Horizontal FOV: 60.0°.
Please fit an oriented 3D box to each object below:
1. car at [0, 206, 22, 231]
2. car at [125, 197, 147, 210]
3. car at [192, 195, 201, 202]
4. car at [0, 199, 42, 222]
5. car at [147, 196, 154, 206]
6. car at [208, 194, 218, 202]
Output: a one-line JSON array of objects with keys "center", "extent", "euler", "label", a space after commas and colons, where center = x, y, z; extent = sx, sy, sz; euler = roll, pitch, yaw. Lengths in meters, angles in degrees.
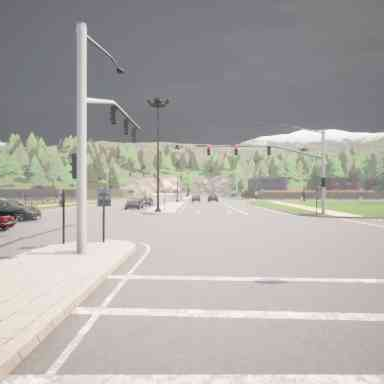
[{"center": [-12.260, 1.601, 18.162], "extent": [4.718, 1.301, 1.895], "euler": [0, 0, 0], "label": "car"}, {"center": [-7.577, 1.526, 44.005], "extent": [1.812, 1.442, 4.674], "euler": [0, 0, 0], "label": "car"}, {"center": [0.866, 1.358, 69.850], "extent": [2.128, 1.511, 4.902], "euler": [0, 0, 1], "label": "car"}, {"center": [-13.885, 1.352, 25.172], "extent": [4.553, 1.767, 2.097], "euler": [0, 0, 0], "label": "car"}, {"center": [-7.430, 1.491, 54.373], "extent": [2.128, 1.511, 4.902], "euler": [0, 0, 1], "label": "car"}, {"center": [4.366, 1.188, 69.775], "extent": [2.097, 1.767, 4.553], "euler": [0, 0, 1], "label": "car"}]
